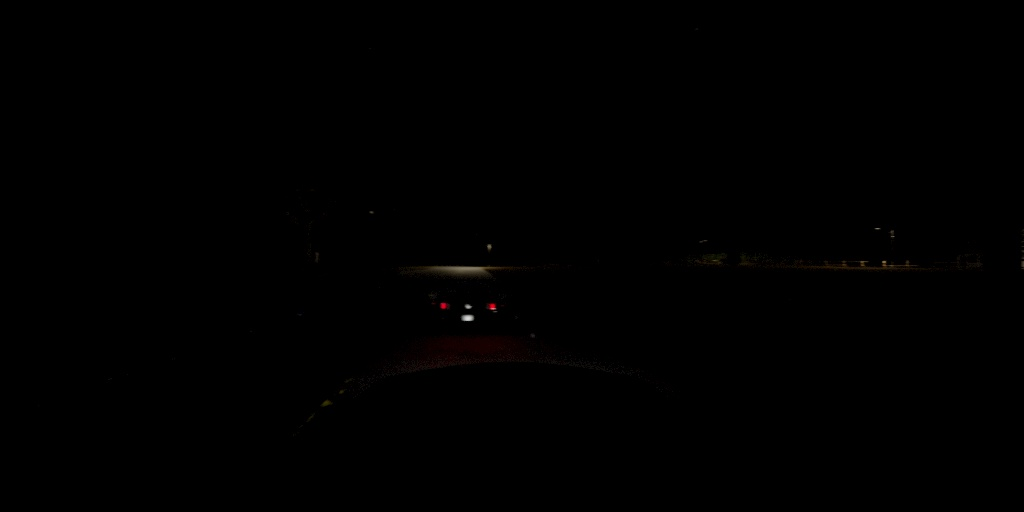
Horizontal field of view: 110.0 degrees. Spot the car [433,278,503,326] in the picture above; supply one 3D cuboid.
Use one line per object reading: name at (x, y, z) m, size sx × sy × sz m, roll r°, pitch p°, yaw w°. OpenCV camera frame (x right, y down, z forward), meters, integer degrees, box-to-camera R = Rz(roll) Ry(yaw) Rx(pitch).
car at (-1.443, 1.383, 11.782) m, size 1.895 × 1.301 × 4.718 m, roll 2°, pitch 0°, yaw -7°
